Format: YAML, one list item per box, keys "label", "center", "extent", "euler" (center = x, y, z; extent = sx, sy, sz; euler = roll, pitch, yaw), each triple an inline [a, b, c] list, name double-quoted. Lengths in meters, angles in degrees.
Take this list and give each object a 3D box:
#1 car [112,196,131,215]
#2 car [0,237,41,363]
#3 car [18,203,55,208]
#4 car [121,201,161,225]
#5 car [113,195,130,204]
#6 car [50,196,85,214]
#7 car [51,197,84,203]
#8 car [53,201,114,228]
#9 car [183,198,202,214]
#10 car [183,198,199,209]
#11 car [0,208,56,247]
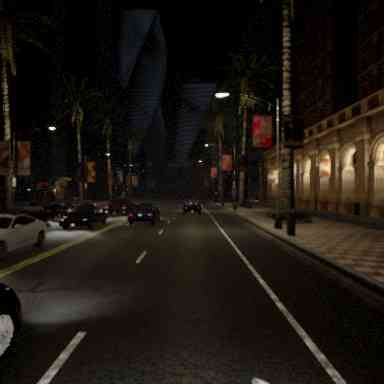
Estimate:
- label: "car"
  center: [-6.978, 1.349, 32.302]
  extent: [2.097, 1.767, 4.553]
  euler: [0, 0, 0]
- label: "car"
  center: [-3.400, 1.504, 2.914]
  extent: [1.837, 1.490, 4.892]
  euler: [0, 0, 0]
- label: "car"
  center: [-10.498, 1.599, 21.018]
  extent: [1.895, 1.301, 4.718]
  euler: [0, 0, 0]
- label: "car"
  center: [-3.386, 1.545, 24.241]
  extent: [2.033, 1.411, 5.357]
  euler: [0, 0, 0]
- label: "car"
  center: [-13.923, 1.474, 66.042]
  extent: [2.231, 1.521, 4.892]
  euler: [0, 0, -1]
- label: "car"
  center: [-13.618, 1.350, 36.669]
  extent: [2.185, 1.767, 4.553]
  euler: [0, 0, -1]
- label: "car"
  center: [-10.480, 1.356, 26.504]
  extent: [1.994, 1.385, 4.181]
  euler: [0, 0, 0]
- label: "car"
  center: [-6.998, 1.545, 22.171]
  extent: [2.033, 1.411, 5.357]
  euler: [0, 0, 0]
- label: "car"
  center: [0.004, 1.597, 34.422]
  extent: [1.895, 1.301, 4.718]
  euler: [0, 0, -1]
- label: "car"
  center: [-0.109, 1.543, 46.021]
  extent: [2.033, 1.411, 5.357]
  euler: [0, 0, 0]
- label: "car"
  center: [-7.011, 1.524, 12.278]
  extent: [1.812, 1.442, 4.674]
  euler: [0, 0, 0]
